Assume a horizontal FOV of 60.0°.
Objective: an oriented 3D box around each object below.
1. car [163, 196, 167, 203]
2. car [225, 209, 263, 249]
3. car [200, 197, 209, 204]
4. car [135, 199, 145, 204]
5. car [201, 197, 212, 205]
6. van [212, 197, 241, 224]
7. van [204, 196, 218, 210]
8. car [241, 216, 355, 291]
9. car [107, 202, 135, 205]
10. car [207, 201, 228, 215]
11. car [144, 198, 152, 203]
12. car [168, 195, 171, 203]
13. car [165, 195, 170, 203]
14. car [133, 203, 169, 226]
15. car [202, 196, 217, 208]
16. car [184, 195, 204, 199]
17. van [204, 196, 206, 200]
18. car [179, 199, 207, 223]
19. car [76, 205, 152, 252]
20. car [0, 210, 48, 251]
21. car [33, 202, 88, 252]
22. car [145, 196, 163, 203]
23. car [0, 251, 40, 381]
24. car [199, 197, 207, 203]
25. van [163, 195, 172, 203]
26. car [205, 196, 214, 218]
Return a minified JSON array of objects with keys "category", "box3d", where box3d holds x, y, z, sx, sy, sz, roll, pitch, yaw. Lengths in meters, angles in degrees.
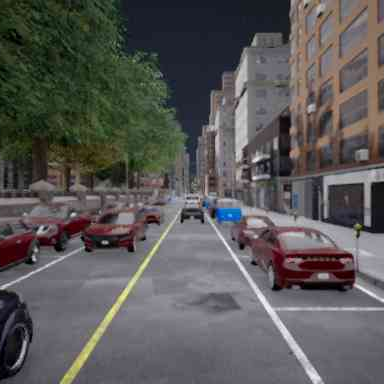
[{"category":"car","box3d":[-5.844,1.771,57.671,1.887,1.381,4.507,0,0,0]},{"category":"car","box3d":[2.673,1.639,14.397,1.802,1.307,4.206,0,0,0]},{"category":"car","box3d":[2.685,1.832,73.888,1.887,1.381,4.507,0,0,0]},{"category":"car","box3d":[-5.849,1.666,30.635,1.887,1.381,4.507,0,0,0]},{"category":"car","box3d":[2.683,1.687,63.071,1.967,1.590,4.097,0,0,0]},{"category":"van","box3d":[2.676,1.441,25.214,1.690,1.788,3.998,0,0,0]},{"category":"van","box3d":[2.680,1.526,46.846,1.690,1.788,3.998,0,0,0]},{"category":"car","box3d":[2.672,1.581,8.988,1.887,1.381,4.507,0,0,0]},{"category":"car","box3d":[-5.850,1.540,25.228,1.967,1.590,4.097,0,0,0]},{"category":"car","box3d":[2.677,1.708,36.029,1.947,1.339,4.313,0,0,0]},{"category":"car","box3d":[-5.848,1.694,36.042,2.008,1.369,4.403,0,0,0]},{"category":"car","box3d":[-5.841,1.707,68.486,1.967,1.590,4.097,0,0,0]},{"category":"car","box3d":[-5.842,1.798,63.078,2.008,1.369,4.403,0,0,0]},{"category":"car","box3d":[-3.016,1.696,24.112,1.895,1.301,4.718,0,0,0]},{"category":"car","box3d":[2.681,1.520,52.256,2.192,1.841,5.009,0,0,0]},{"category":"car","box3d":[0.084,1.395,43.454,2.150,2.045,5.566,0,0,0]},{"category":"van","box3d":[2.679,1.505,41.439,1.690,1.788,3.998,0,0,0]},{"category":"car","box3d":[0.035,1.613,26.862,1.837,1.490,4.892,0,0,1]},{"category":"car","box3d":[-3.083,1.535,14.313,1.882,1.535,5.008,0,0,0]},{"category":"car","box3d":[-5.854,1.476,9.006,1.967,1.590,4.097,0,0,0]},{"category":"car","box3d":[-5.852,1.373,14.414,2.192,1.841,5.009,0,0,0]},{"category":"car","box3d":[-5.845,1.500,46.857,2.192,1.841,5.009,0,0,0]},{"category":"car","box3d":[-3.099,1.576,2.748,1.994,1.385,4.181,0,0,0]},{"category":"car","box3d":[2.688,1.890,79.362,1.802,1.307,4.206,0,0,2]},{"category":"van","box3d":[-5.838,1.649,79.301,1.690,1.788,3.998,0,0,0]},{"category":"car","box3d":[2.677,1.436,30.622,2.192,1.841,5.009,0,0,0]}]
